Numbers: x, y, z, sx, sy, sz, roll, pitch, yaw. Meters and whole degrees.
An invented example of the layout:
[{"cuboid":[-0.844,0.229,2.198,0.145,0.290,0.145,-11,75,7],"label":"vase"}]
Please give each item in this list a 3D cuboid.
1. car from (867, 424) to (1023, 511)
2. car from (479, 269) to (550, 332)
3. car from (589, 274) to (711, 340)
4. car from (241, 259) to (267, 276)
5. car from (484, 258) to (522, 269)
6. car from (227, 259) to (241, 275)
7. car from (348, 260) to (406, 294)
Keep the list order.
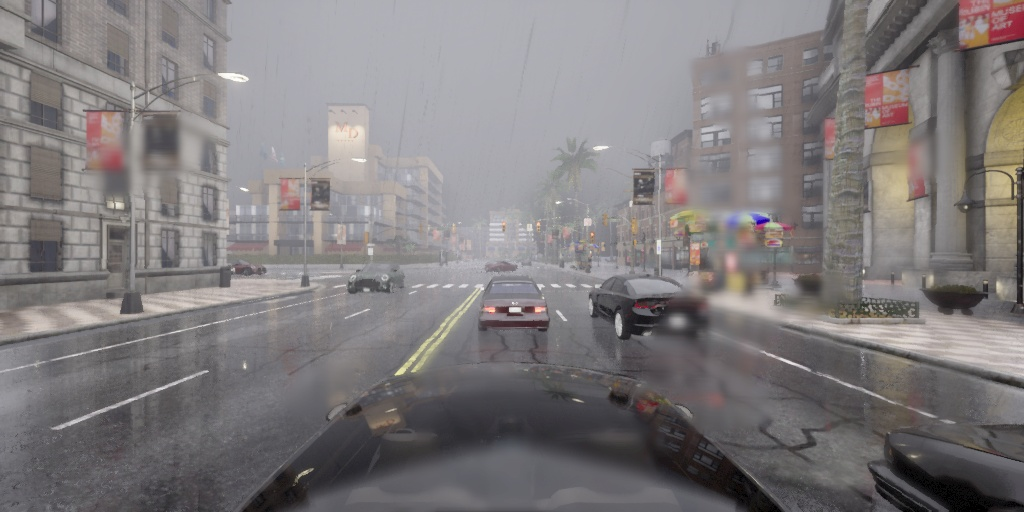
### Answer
[{"cuboid":[3.538,1.297,0.109,2.033,1.411,5.357,0,0,0],"label":"car"},{"cuboid":[-0.006,1.297,10.846,2.033,1.411,5.357,0,0,-2],"label":"car"},{"cuboid":[3.485,1.228,10.031,1.882,1.535,5.008,0,0,0],"label":"car"},{"cuboid":[-27.582,1.103,36.376,4.553,1.767,2.097,0,0,-1],"label":"car"},{"cuboid":[-1.328,1.276,43.239,1.812,1.442,4.674,1,0,42],"label":"car"},{"cuboid":[-28.671,0.967,32.854,5.566,2.045,2.150,1,0,-1],"label":"car"},{"cuboid":[-7.396,1.102,20.043,2.097,1.767,4.553,0,0,-5],"label":"car"}]
